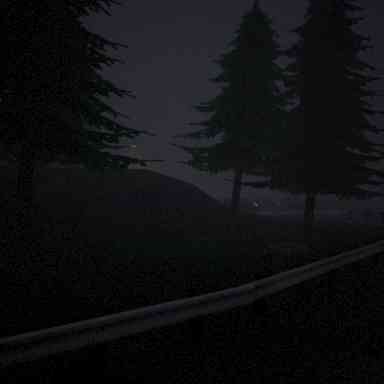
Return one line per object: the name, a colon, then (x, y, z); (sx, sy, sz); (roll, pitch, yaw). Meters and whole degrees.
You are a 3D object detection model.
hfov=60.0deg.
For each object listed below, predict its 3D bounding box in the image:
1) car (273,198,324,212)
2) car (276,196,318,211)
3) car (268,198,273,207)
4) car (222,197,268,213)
car: (12.119, 1.498, 37.201); (4.902, 1.511, 2.128); (0, 0, 34)
car: (12.914, 1.357, 40.885); (4.553, 1.767, 2.097); (0, 0, 34)
car: (10.390, 1.546, 46.798); (5.357, 1.411, 2.033); (0, 0, 34)
car: (5.674, 1.352, 37.318); (4.553, 1.767, 2.097); (0, 0, 34)
